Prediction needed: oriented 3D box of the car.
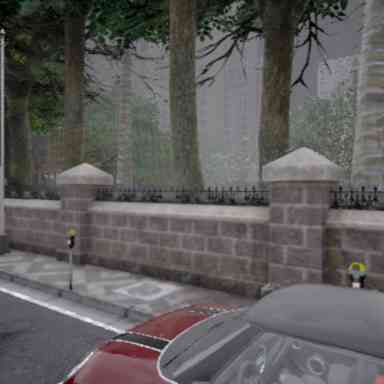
[{"bbox_3d":[0.846,1.438,2.361,4.097,1.590,1.967,0,0,36],"label":"car"}]
